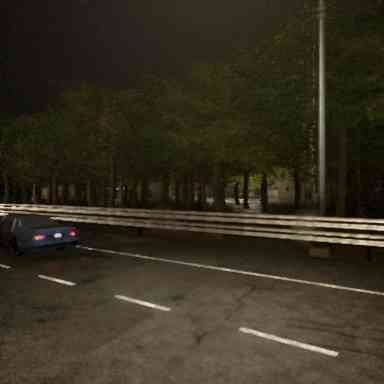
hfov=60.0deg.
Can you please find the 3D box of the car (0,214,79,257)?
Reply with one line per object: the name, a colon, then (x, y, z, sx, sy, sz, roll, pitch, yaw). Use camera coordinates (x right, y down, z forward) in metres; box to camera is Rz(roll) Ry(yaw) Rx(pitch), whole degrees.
car: (-6.666, 1.552, 12.926, 5.357, 1.411, 2.033, 0, 0, 36)
